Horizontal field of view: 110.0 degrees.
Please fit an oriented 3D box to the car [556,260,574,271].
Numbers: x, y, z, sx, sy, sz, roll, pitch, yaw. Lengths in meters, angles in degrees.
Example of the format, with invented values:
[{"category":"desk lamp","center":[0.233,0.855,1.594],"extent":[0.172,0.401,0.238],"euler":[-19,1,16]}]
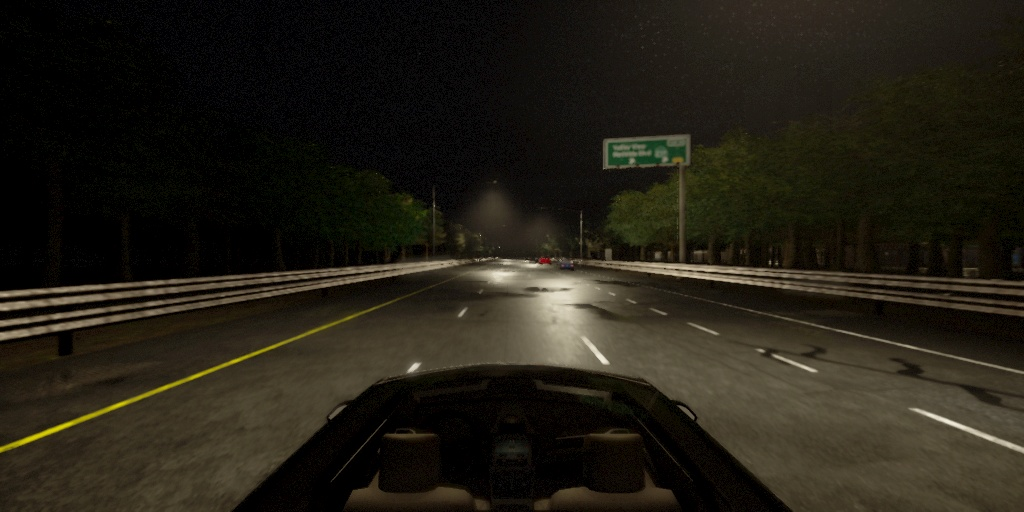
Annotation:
[{"category":"car","center":[7.051,1.296,48.120],"extent":[2.033,1.411,5.357],"euler":[0,0,0]}]
